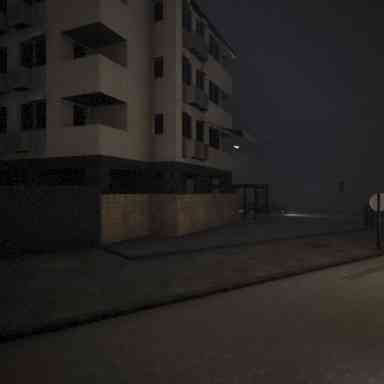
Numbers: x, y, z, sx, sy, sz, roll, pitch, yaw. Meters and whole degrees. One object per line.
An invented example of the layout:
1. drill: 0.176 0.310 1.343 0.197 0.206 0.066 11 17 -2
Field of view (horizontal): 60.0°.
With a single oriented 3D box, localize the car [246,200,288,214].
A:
1. car: 7.505 1.547 35.411 2.033 1.411 5.357 0 0 -35
